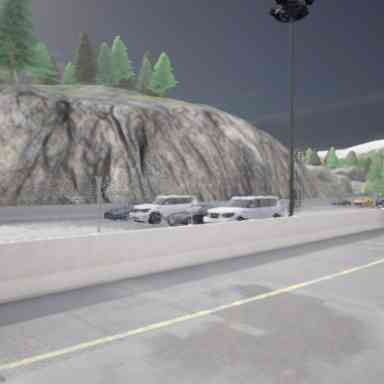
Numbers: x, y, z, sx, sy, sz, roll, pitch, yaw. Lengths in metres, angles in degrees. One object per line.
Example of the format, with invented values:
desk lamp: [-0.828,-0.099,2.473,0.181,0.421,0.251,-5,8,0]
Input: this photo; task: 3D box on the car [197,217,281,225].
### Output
car: [3.265,1.263,20.029,5.566,2.045,2.150,0,0,-40]

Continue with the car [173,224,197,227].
car: [0.522,1.573,22.316,4.674,1.442,1.812,0,0,-40]
